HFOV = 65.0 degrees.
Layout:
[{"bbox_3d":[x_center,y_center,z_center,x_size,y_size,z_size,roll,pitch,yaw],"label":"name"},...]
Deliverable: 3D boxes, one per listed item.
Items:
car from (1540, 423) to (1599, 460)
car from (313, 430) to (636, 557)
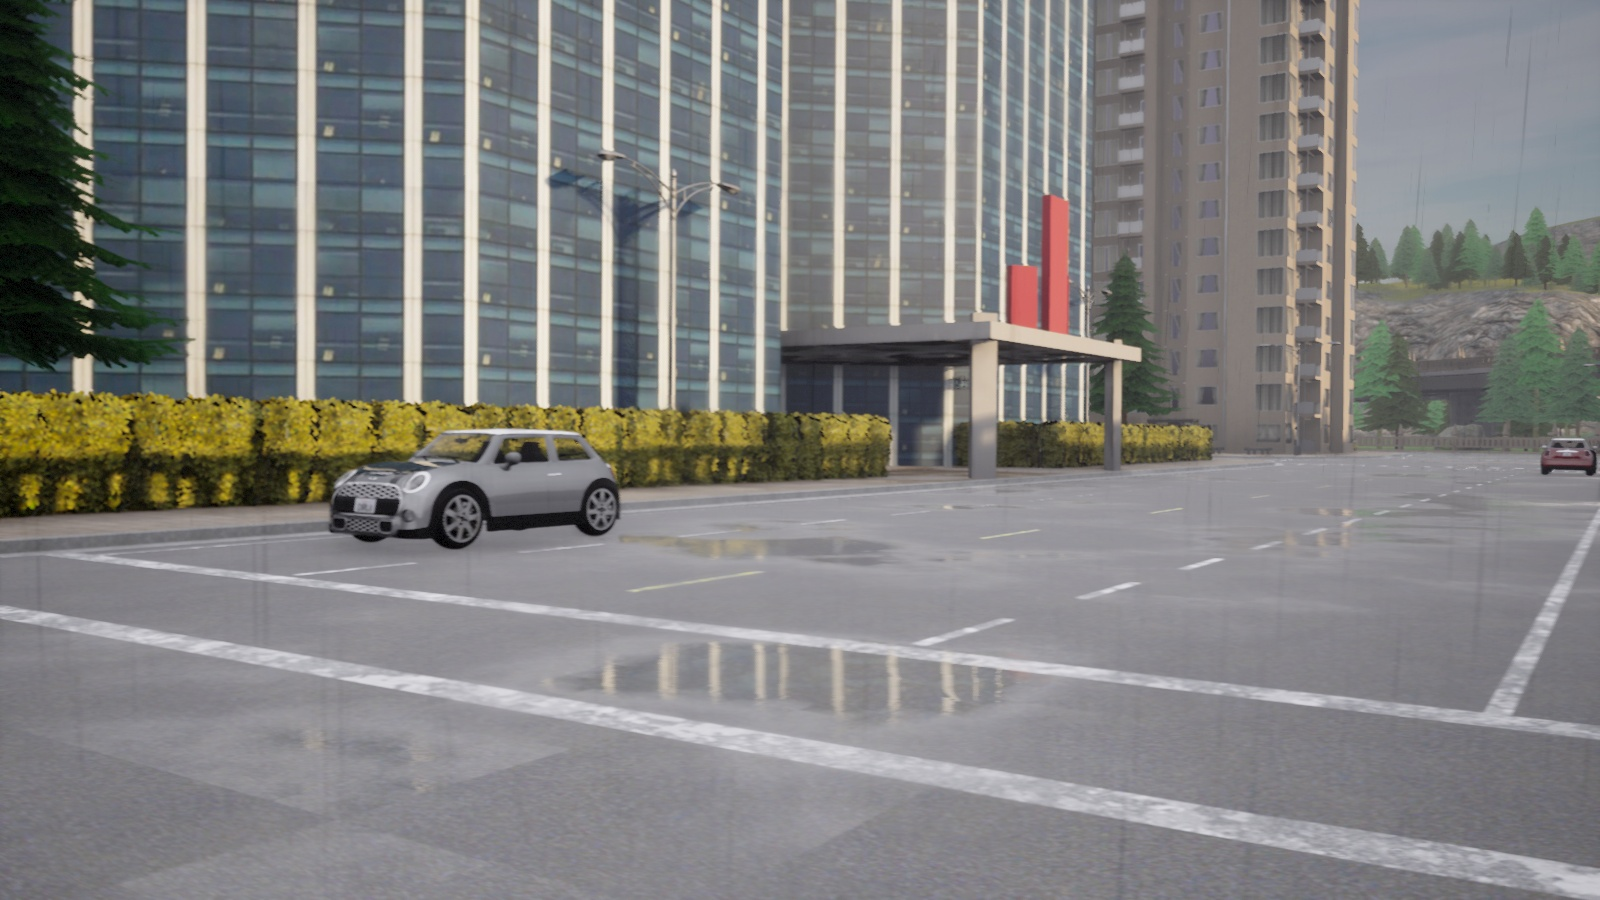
[{"bbox_3d":[31.710,-0.360,51.696,1.970,1.475,3.806,0,1,34],"label":"car"},{"bbox_3d":[-4.212,0.484,16.761,1.970,1.475,3.806,0,1,34],"label":"car"}]
